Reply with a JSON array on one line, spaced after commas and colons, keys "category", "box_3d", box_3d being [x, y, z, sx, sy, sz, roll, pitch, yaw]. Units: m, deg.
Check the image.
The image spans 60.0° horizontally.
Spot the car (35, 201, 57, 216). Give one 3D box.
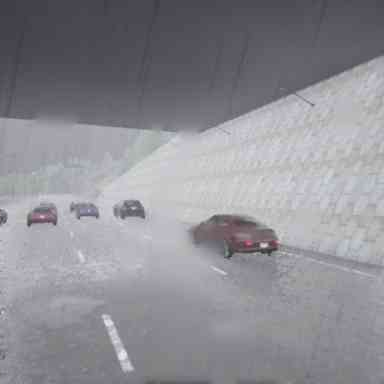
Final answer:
[{"category": "car", "box_3d": [-15.908, 1.743, 36.384, 1.994, 1.385, 4.181, 0, 0, -22]}]

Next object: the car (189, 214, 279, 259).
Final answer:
[{"category": "car", "box_3d": [1.434, 1.554, 12.806, 1.812, 1.442, 4.674, 0, 0, -22]}]

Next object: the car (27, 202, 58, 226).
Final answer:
[{"category": "car", "box_3d": [-11.118, 1.687, 24.825, 1.994, 1.385, 4.181, 0, 0, -22]}]

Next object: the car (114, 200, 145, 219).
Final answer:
[{"category": "car", "box_3d": [-5.777, 1.466, 30.222, 2.097, 1.767, 4.553, 0, 0, -23]}]

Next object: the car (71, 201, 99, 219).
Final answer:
[{"category": "car", "box_3d": [-9.672, 1.680, 30.481, 2.033, 1.411, 5.357, 0, 0, -23]}]

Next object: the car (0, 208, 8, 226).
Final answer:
[{"category": "car", "box_3d": [-14.543, 1.701, 23.950, 1.994, 1.385, 4.181, 0, 0, -23]}]
